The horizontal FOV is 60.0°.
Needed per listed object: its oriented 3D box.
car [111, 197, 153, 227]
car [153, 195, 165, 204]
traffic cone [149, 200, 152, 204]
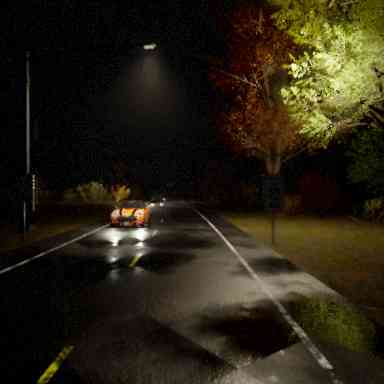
[{"bbox_3d":[-4.054,1.332,22.395,2.097,1.767,4.553,0,0,-2],"label":"car"},{"bbox_3d":[-6.559,1.323,63.876,2.097,1.767,4.553,0,0,-4],"label":"car"},{"bbox_3d":[-7.449,1.925,57.108,0.340,0.580,0.340,0,0,-4],"label":"traffic cone"}]
